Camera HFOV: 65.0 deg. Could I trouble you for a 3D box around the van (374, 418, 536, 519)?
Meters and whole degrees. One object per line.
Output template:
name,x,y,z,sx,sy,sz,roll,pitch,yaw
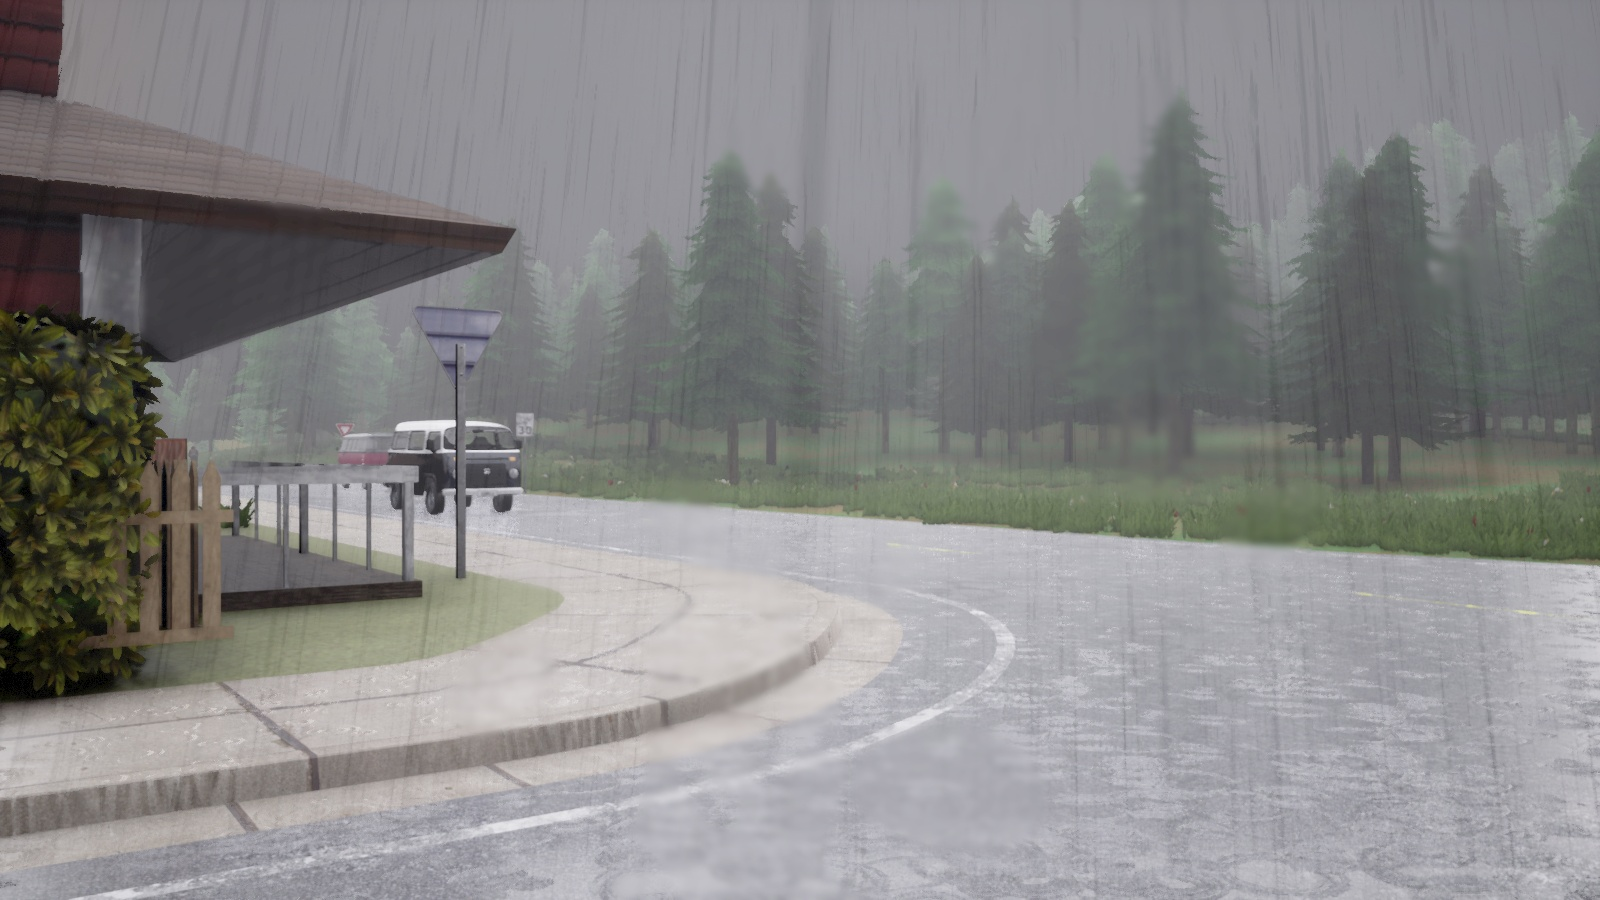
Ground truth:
van,-7.689,0.380,27.730,2.069,2.038,4.480,0,0,-35

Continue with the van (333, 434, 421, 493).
van,-15.038,0.454,44.463,1.775,1.987,4.442,0,0,-35
